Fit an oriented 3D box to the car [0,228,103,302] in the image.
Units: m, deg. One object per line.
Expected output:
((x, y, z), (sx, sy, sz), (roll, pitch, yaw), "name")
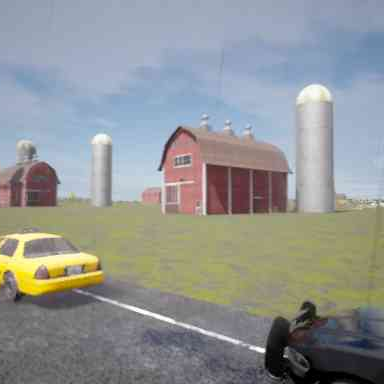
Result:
((-4.584, 1.759, 9.090), (5.366, 1.575, 1.801), (-1, -3, 40), "car")

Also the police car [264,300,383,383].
((3.138, 1.582, 2.612), (5.238, 1.638, 1.930), (-1, -3, 40), "police car")
